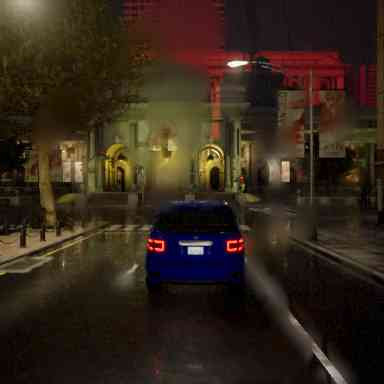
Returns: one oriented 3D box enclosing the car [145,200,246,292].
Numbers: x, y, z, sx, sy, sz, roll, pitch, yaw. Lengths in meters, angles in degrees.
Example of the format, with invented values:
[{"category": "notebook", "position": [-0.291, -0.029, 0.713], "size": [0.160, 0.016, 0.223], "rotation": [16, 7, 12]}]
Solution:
[{"category": "car", "position": [0.100, 1.221, 9.089], "size": [2.150, 2.045, 5.566], "rotation": [0, 0, 1]}]
